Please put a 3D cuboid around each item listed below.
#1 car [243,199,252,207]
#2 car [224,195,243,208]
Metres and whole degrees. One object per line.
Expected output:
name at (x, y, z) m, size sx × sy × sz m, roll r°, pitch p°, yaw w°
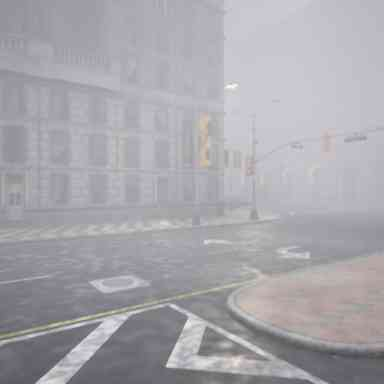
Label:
car at (6.258, 1.384, 48.100) m, size 2.033 × 1.411 × 5.357 m, roll 0°, pitch 0°, yaw -36°
car at (4.169, 1.206, 45.014) m, size 2.097 × 1.767 × 4.553 m, roll 0°, pitch 0°, yaw -35°
